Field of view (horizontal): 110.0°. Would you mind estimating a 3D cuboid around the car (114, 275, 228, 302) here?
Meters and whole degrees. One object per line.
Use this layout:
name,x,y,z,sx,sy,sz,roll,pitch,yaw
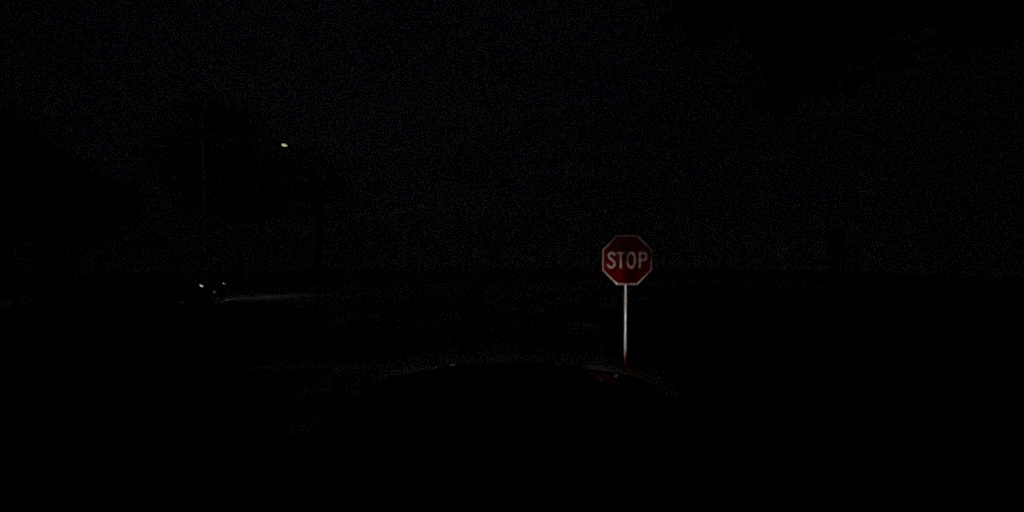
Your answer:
car,-18.573,1.710,19.720,4.718,1.301,1.895,-1,1,0
